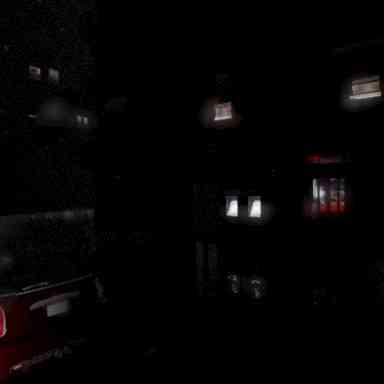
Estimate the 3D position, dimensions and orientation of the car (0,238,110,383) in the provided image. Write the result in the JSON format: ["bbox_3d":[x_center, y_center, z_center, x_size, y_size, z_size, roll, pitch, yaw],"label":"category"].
[{"bbox_3d":[-3.215,1.439,5.170,4.097,1.590,1.967,0,0,36],"label":"car"}]
